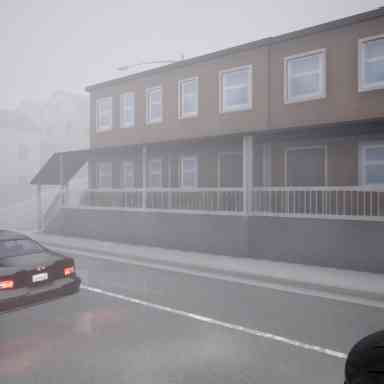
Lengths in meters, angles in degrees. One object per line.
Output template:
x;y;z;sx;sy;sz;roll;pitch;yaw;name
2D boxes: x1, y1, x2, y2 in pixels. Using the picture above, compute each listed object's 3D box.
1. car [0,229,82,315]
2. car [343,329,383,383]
-4.709;1.547;7.320;5.357;1.411;2.033;0;0;36;car
3.417;1.478;1.551;5.008;1.535;1.882;0;0;35;car
